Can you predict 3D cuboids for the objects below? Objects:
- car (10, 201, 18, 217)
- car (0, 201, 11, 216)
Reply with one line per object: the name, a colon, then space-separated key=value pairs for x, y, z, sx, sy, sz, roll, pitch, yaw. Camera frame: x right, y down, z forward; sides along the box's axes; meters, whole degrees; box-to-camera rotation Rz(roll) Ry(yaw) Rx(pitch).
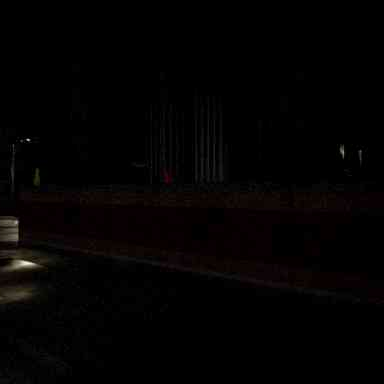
car: x=-12.297 y=1.603 z=28.858 sx=2.033 sy=1.411 sz=5.357 roll=0 pitch=0 yaw=37
car: x=-16.455 y=1.547 z=29.138 sx=2.128 sy=1.511 sz=4.902 roll=0 pitch=0 yaw=37
